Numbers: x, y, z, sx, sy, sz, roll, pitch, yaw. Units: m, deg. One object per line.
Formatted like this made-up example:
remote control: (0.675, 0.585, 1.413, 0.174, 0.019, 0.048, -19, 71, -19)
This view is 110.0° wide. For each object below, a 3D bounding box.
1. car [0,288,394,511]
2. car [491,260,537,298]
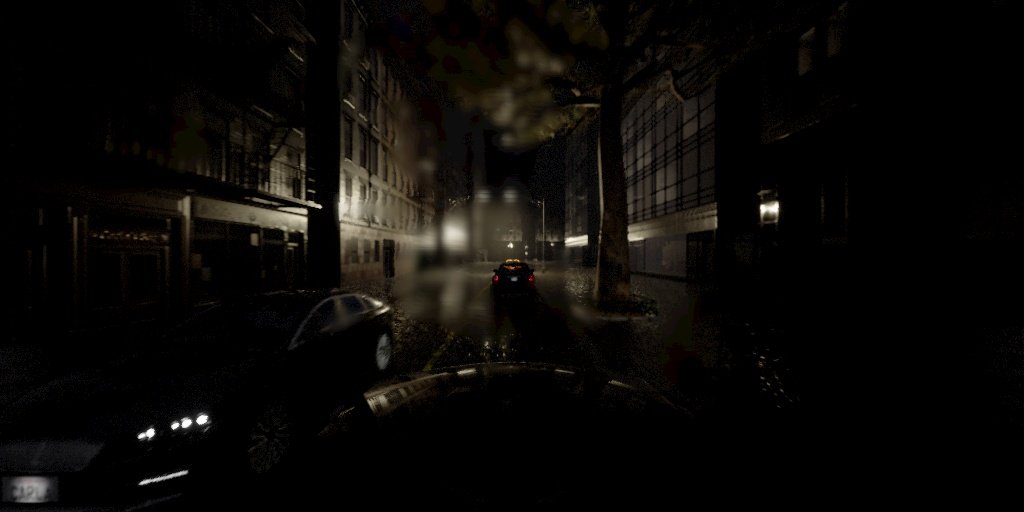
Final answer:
car: (-3.098, 1.237, 4.760, 2.128, 1.511, 4.902, 0, 0, 0)
car: (0.101, 1.062, 18.201, 2.097, 1.767, 4.553, 0, 0, 0)
